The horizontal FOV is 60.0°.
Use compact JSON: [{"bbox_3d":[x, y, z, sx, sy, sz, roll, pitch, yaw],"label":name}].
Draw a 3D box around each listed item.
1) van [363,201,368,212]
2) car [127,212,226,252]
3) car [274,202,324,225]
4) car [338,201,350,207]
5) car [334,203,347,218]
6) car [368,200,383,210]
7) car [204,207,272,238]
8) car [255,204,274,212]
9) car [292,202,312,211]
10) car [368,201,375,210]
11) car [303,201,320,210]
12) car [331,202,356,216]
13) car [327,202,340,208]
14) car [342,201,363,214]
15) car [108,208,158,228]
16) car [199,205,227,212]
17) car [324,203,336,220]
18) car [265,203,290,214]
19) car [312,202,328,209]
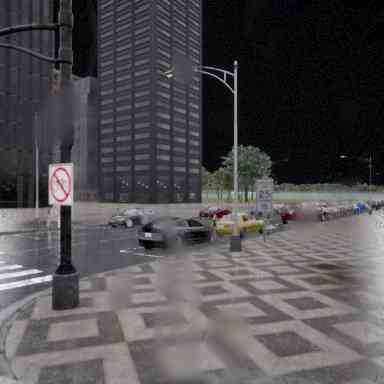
[{"bbox_3d":[25.710,2.288,51.605,1.690,1.788,3.998,-1,-2,36],"label":"van"},{"bbox_3d":[-0.517,1.774,14.850,1.947,1.339,4.313,-1,-2,36],"label":"car"},{"bbox_3d":[9.317,1.791,28.637,2.192,1.841,5.009,-1,-2,36],"label":"car"},{"bbox_3d":[38.446,3.036,84.118,2.008,1.369,4.403,-1,-1,36],"label":"car"},{"bbox_3d":[15.879,2.245,37.823,1.802,1.307,4.206,-1,-2,36],"label":"car"},{"bbox_3d":[35.547,2.538,65.388,2.192,1.841,5.009,-1,-2,36],"label":"car"},{"bbox_3d":[2.859,1.823,19.582,1.752,1.417,4.829,-1,-2,36],"label":"car"},{"bbox_3d":[8.939,2.208,42.776,2.008,1.369,4.403,-1,-2,36],"label":"car"},{"bbox_3d":[18.775,2.493,56.557,2.008,1.369,4.403,-1,-2,36],"label":"car"},{"bbox_3d":[28.990,2.591,56.194,2.008,1.369,4.403,-1,-2,36],"label":"car"},{"bbox_3d":[22.053,2.475,61.153,1.967,1.590,4.097,-1,-2,36],"label":"car"},{"bbox_3d":[19.153,2.303,42.413,1.887,1.381,4.507,-1,-2,36],"label":"car"},{"bbox_3d":[31.889,2.889,74.931,1.802,1.307,4.206,-1,-2,36],"label":"car"},{"bbox_3d":[22.431,2.294,47.009,1.967,1.590,4.097,-1,-2,36],"label":"car"},{"bbox_3d":[-4.173,1.840,24.402,2.008,1.369,4.403,-1,-1,36],"label":"car"},{"bbox_3d":[2.383,2.015,33.590,1.887,1.381,4.507,-1,-2,36],"label":"car"},{"bbox_3d":[12.596,2.113,33.225,1.887,1.381,4.507,-1,-2,36],"label":"car"},{"bbox_3d":[12.217,2.304,47.369,2.008,1.369,4.403,-1,-2,36],"label":"car"},{"bbox_3d":[25.332,2.671,65.744,1.887,1.381,4.507,-1,-2,36],"label":"car"}]
